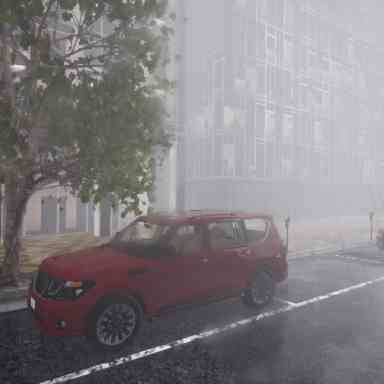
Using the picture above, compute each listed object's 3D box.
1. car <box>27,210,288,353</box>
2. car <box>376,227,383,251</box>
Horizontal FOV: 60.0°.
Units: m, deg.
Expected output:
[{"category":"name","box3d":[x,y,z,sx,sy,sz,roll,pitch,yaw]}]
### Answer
[{"category":"car","box3d":[-0.291,1.316,6.344,5.009,1.841,2.192,0,1,-36]},{"category":"car","box3d":[8.905,1.547,12.935,4.507,1.381,1.887,0,1,-36]}]
